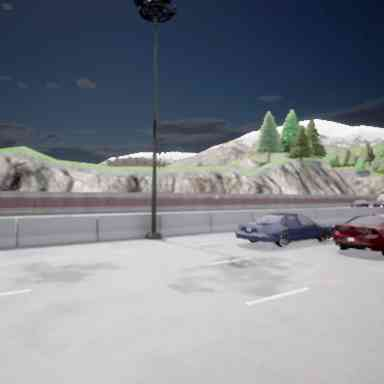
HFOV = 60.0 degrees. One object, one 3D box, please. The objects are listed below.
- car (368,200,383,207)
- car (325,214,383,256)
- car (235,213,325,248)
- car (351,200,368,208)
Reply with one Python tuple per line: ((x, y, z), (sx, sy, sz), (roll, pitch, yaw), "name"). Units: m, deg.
((33.664, 2.184, 58.985), (4.892, 1.490, 1.837), (0, 0, -41), "car")
((7.943, 1.637, 13.803), (5.008, 1.535, 1.882), (0, 0, -35), "car")
((4.496, 1.688, 15.661), (5.357, 1.411, 2.033), (1, 0, -35), "car")
((31.015, 2.199, 61.290), (4.674, 1.442, 1.812), (1, 0, -41), "car")
